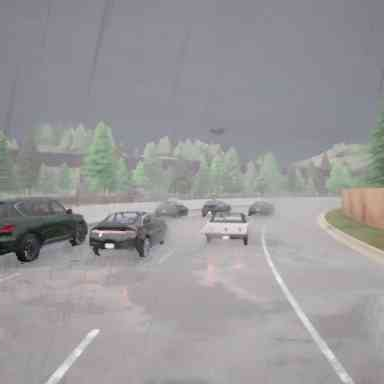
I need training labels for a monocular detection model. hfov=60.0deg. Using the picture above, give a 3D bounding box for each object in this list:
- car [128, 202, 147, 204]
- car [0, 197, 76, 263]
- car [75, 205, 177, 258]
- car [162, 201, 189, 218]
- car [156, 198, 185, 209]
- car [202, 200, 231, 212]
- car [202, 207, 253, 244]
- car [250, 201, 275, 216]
[{"bbox_3d":[-6.285,1.340,46.378,2.097,1.767,4.553,0,0,27],"label":"car"},{"bbox_3d":[-5.902,1.200,12.170,2.150,2.045,5.566,0,0,8],"label":"car"},{"bbox_3d":[-2.229,1.486,12.854,2.128,1.511,4.902,0,0,9],"label":"car"},{"bbox_3d":[-1.721,1.567,29.635,1.994,1.385,4.181,0,0,18],"label":"car"},{"bbox_3d":[-2.825,1.529,45.504,1.812,1.442,4.674,0,0,28],"label":"car"},{"bbox_3d":[2.317,1.526,30.597,1.837,1.490,4.892,0,0,20],"label":"car"},{"bbox_3d":[1.842,1.615,16.129,1.895,1.301,4.718,0,0,11],"label":"car"},{"bbox_3d":[6.890,1.606,32.708,1.994,1.385,4.181,0,0,22],"label":"car"}]
